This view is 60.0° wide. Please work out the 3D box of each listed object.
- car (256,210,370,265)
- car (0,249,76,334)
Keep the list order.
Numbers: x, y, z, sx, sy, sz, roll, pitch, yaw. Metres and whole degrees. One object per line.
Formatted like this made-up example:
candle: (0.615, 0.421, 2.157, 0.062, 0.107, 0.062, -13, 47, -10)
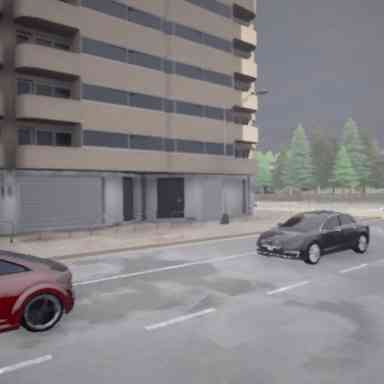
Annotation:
car: (4.330, 1.441, 11.566, 4.892, 1.490, 1.837, -1, 0, -36)
car: (-4.100, 1.632, 5.324, 4.181, 1.385, 1.994, -1, 0, -36)
